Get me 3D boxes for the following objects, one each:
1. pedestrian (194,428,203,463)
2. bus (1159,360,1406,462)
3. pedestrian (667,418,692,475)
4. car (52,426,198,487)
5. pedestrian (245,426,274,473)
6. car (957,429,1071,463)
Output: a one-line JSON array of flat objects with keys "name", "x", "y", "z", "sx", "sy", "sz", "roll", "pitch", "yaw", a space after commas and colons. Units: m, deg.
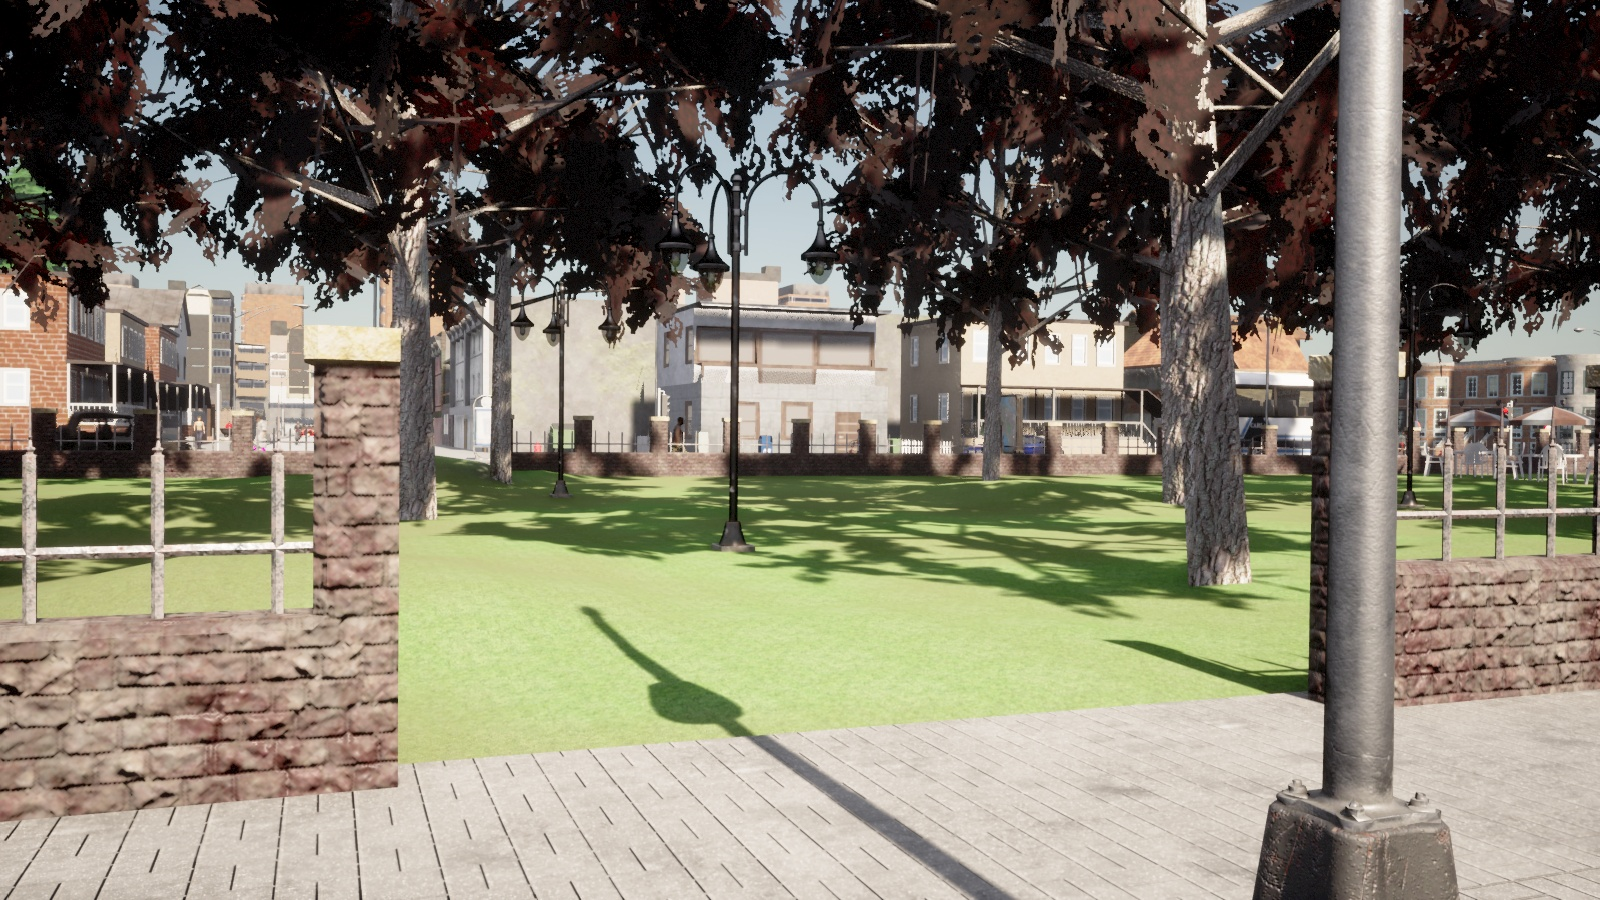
[{"name": "pedestrian", "x": -32.497, "y": -0.245, "z": 67.873, "sx": 0.345, "sy": 1.836, "sz": 0.594, "roll": -1, "pitch": 1, "yaw": -21}, {"name": "bus", "x": 21.545, "y": -1.724, "z": 56.104, "sx": 10.273, "sy": 4.253, "sz": 3.944, "roll": -1, "pitch": 1, "yaw": -21}, {"name": "pedestrian", "x": -3.905, "y": -0.113, "z": 40.722, "sx": 0.703, "sy": 1.840, "sz": 0.431, "roll": -1, "pitch": 1, "yaw": -21}, {"name": "car", "x": -21.905, "y": 0.167, "z": 40.801, "sx": 3.866, "sy": 1.878, "sz": 1.905, "roll": -1, "pitch": 1, "yaw": -39}, {"name": "pedestrian", "x": -22.723, "y": -0.026, "z": 52.808, "sx": 0.659, "sy": 1.952, "sz": 0.873, "roll": 0, "pitch": 1, "yaw": 41}, {"name": "car", "x": 9.514, "y": -0.187, "z": 55.832, "sx": 4.674, "sy": 1.442, "sz": 1.812, "roll": -1, "pitch": 1, "yaw": -21}]
